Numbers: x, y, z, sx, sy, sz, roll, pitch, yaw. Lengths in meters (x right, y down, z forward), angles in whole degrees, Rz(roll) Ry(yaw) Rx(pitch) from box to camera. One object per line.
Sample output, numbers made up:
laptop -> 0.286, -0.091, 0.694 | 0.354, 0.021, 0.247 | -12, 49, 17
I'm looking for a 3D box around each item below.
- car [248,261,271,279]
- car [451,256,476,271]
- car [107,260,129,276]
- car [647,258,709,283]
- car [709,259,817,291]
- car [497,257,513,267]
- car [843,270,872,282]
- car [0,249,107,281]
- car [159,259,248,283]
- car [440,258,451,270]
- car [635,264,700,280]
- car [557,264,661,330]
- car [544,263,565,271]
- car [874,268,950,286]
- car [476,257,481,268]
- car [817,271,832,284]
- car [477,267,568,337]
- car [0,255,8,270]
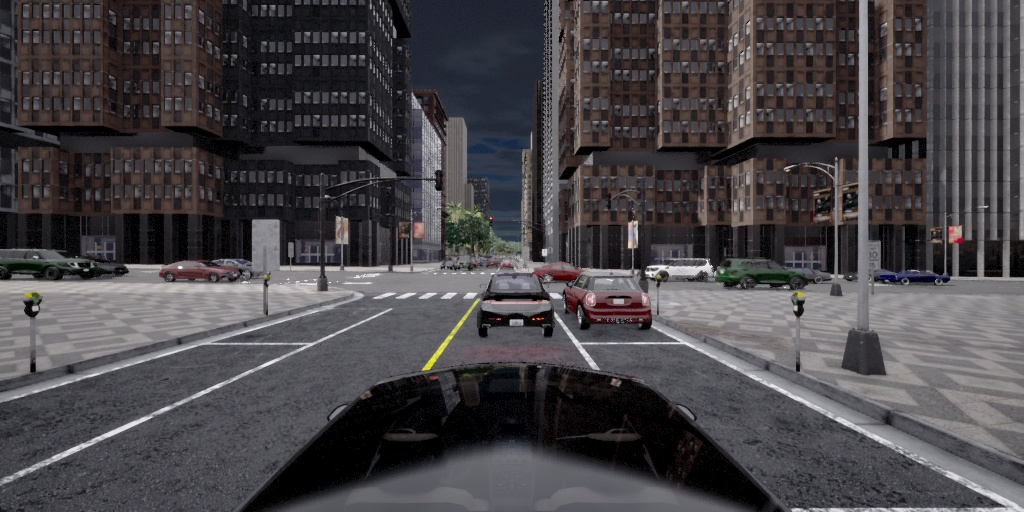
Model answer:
car -> -21.196, 0.972, 27.530 | 4.902, 1.511, 2.128 | 1, 0, 1
car -> -6.583, 0.973, 49.348 | 2.150, 2.045, 5.566 | 0, 0, 0
car -> -32.362, 0.825, 27.421 | 4.892, 1.490, 1.837 | 1, 0, -1
car -> 14.510, 1.205, 31.259 | 5.566, 2.045, 2.150 | 1, 0, 1
car -> 17.058, 1.250, 24.614 | 5.566, 2.045, 2.150 | 1, 0, -1
car -> -0.755, 1.198, 52.527 | 1.967, 1.591, 4.097 | 0, 0, -1
car -> 34.730, 1.838, 34.697 | 4.181, 1.385, 1.994 | 1, 0, -1
car -> -31.485, 0.560, 24.175 | 5.566, 2.045, 2.150 | 1, 0, 0
car -> -21.085, 1.011, 24.269 | 4.674, 1.442, 1.812 | 1, 0, 0
car -> -9.280, 1.324, 52.450 | 1.948, 1.339, 4.313 | 0, 0, -1
car -> 14.909, 1.533, 34.523 | 5.357, 1.411, 2.033 | 1, 0, 1
car -> 2.735, 1.190, 11.146 | 1.967, 1.591, 4.097 | 0, 0, 0
car -> 4.099, 1.315, 27.737 | 5.008, 1.535, 1.882 | 1, 0, -1
car -> 35.075, 1.884, 31.448 | 4.718, 1.301, 1.895 | 1, 0, 0
car -> -6.664, 1.251, 59.338 | 1.882, 1.535, 5.008 | 0, 0, 0
car -> 24.750, 1.680, 31.367 | 5.357, 1.411, 2.033 | 1, 0, 0
car -> 0.077, 1.241, 10.260 | 2.128, 1.511, 4.902 | 0, 0, -1
car -> -51.913, 0.572, 33.941 | 5.357, 1.411, 2.033 | 1, 0, -1
